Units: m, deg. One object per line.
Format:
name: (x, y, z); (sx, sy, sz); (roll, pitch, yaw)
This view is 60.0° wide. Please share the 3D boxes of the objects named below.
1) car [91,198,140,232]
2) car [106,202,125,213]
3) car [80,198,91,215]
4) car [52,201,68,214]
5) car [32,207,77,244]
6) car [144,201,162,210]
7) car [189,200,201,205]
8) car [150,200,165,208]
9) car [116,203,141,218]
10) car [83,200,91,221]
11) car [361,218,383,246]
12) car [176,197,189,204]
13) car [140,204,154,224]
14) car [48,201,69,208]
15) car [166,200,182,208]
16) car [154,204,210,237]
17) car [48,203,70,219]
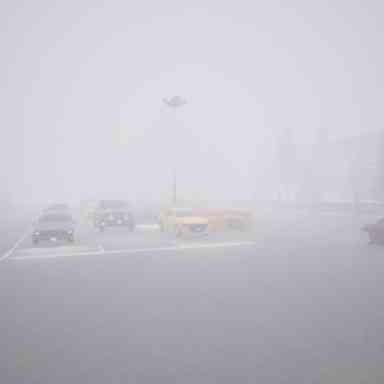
car: (-5.373, 1.499, 22.625); (2.150, 2.045, 5.566); (0, -1, -21)
car: (-10.613, 2.123, 45.786); (1.994, 1.385, 4.181); (0, -1, -21)
car: (-12.989, 1.744, 42.201); (2.150, 2.045, 5.566); (0, -1, -22)
car: (-17.890, 2.046, 45.222); (1.882, 1.535, 5.008); (0, -1, -21)
car: (-7.115, 1.769, 17.398); (2.033, 1.411, 5.357); (0, -1, -20)
car: (-6.409, 2.179, 54.744); (1.812, 1.442, 4.674); (0, -1, -21)
car: (-0.048, 2.175, 57.479); (1.837, 1.490, 4.892); (0, -1, -21)
car: (-6.787, 2.338, 65.069); (1.994, 1.385, 4.181); (0, -1, -21)
car: (-7.004, 2.006, 36.467); (1.994, 1.385, 4.181); (0, -1, -21)
car: (-9.155, 1.877, 32.338); (1.882, 1.535, 5.008); (0, -1, -22)
car: (8.550, 1.615, 13.229); (1.882, 1.535, 5.008); (1, -1, 5)
car: (-2.901, 1.874, 55.380); (2.150, 2.045, 5.566); (0, -1, -22)
car: (-3.842, 1.905, 28.311); (1.994, 1.385, 4.181); (0, -1, -22)
car: (-10.491, 1.682, 26.124); (2.097, 1.767, 4.553); (0, -1, -21)
car: (-3.701, 2.351, 66.790); (1.994, 1.385, 4.181); (0, -1, -21)
car: (-0.568, 1.714, 19.934); (1.882, 1.535, 5.008); (0, -1, -21)
car: (-14.196, 1.996, 35.632); (2.033, 1.411, 5.357); (0, -1, -21)
